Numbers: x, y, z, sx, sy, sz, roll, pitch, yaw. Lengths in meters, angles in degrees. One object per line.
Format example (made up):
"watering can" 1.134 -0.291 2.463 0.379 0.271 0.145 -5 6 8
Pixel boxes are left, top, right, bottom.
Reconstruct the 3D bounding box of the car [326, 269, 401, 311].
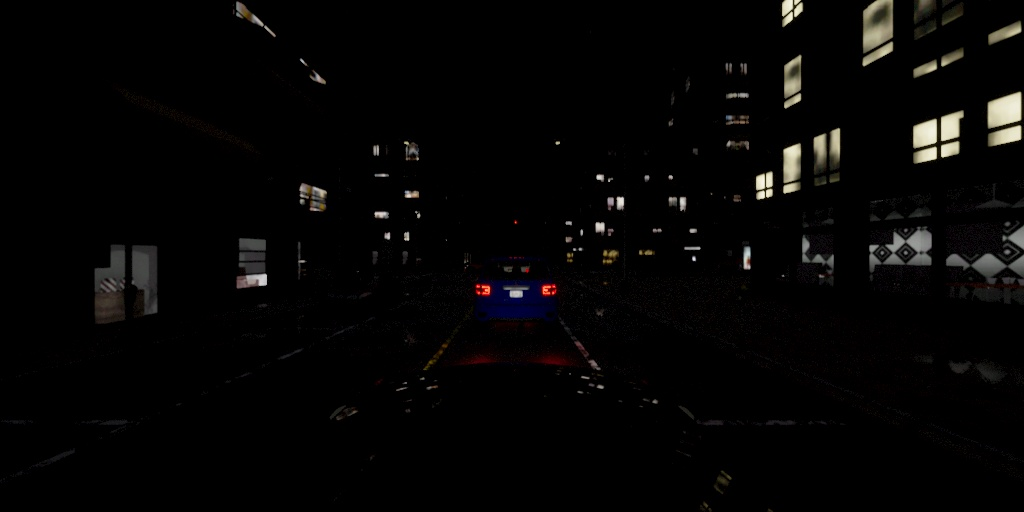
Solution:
"car" -5.736 1.331 14.385 1.802 1.307 4.207 0 0 0

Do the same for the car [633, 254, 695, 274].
"car" 14.721 0.776 34.358 5.009 1.841 2.192 0 0 0

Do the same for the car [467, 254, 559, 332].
"car" 0.101 0.971 10.980 2.150 2.045 5.566 0 0 0

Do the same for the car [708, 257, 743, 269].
"car" 25.681 0.822 42.831 4.207 1.307 1.802 0 0 0

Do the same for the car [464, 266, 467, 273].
"car" -3.104 1.131 39.997 4.553 1.767 2.097 -1 0 0

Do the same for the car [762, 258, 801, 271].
"car" 25.815 0.820 34.451 4.313 1.339 1.948 0 0 0

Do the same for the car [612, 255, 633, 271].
"car" 14.589 0.762 42.738 5.009 1.841 2.192 0 0 0
